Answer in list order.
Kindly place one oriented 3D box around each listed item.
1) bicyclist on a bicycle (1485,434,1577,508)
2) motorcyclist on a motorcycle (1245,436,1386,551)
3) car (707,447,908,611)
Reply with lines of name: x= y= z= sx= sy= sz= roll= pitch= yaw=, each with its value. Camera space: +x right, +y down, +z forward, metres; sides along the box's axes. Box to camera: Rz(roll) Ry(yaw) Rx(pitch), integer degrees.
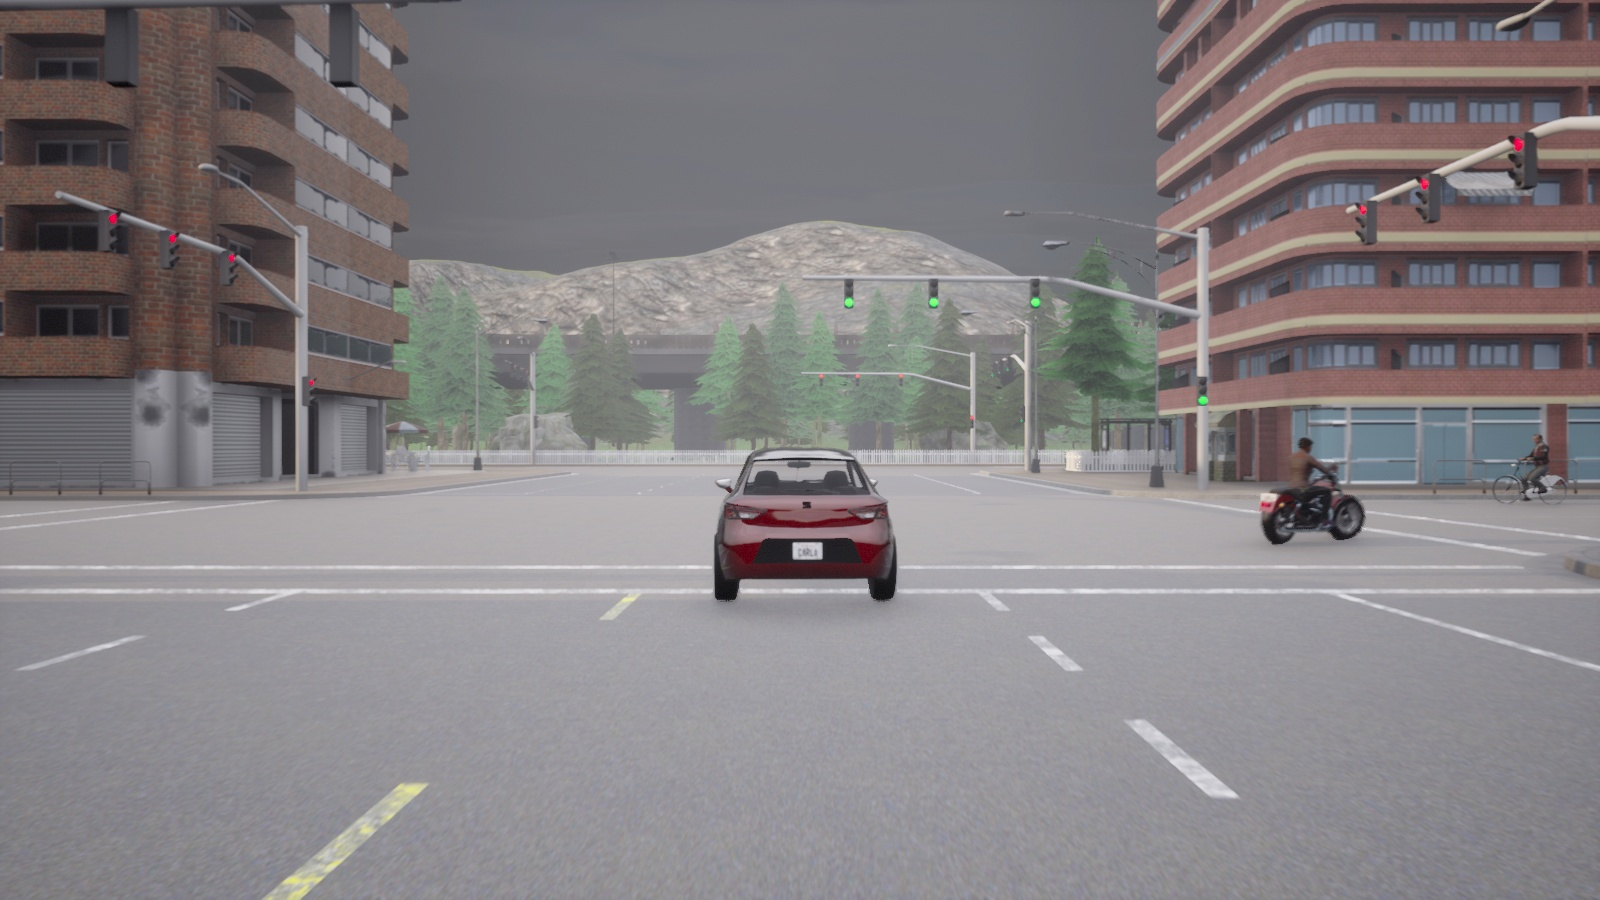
bicyclist on a bicycle: x=17.992 y=0.510 z=30.940 sx=1.843 sy=1.776 sz=0.659 roll=1 pitch=0 yaw=0
motorcyclist on a motorcycle: x=7.871 y=0.629 z=19.119 sx=2.350 sy=1.649 sz=0.766 roll=0 pitch=2 yaw=-34
car: x=-0.025 y=0.708 z=13.450 sx=1.816 sy=1.474 sz=4.193 roll=0 pitch=0 yaw=-3
